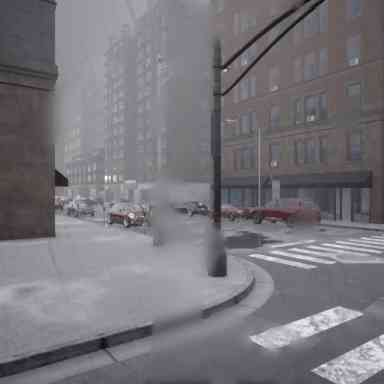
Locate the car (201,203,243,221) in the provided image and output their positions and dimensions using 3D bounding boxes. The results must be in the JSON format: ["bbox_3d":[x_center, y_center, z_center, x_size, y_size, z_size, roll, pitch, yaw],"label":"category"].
[{"bbox_3d":[2.947,1.571,26.738,1.802,1.307,4.206,0,0,-35],"label":"car"}]

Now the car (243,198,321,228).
[{"bbox_3d":[6.122,1.309,22.218,2.192,1.841,5.009,0,0,-35],"label":"car"}]

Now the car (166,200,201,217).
[{"bbox_3d":[-0.229,1.550,31.257,1.947,1.339,4.313,0,0,-35],"label":"car"}]

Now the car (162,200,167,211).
[{"bbox_3d":[-3.405,1.529,35.778,2.008,1.369,4.403,0,0,-35],"label":"car"}]

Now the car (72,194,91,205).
[{"bbox_3d":[-19.891,1.298,59.684,2.097,1.767,4.553,0,0,-35],"label":"car"}]

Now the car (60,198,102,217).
[{"bbox_3d":[-10.368,1.530,30.857,2.008,1.369,4.403,0,0,-35],"label":"car"}]

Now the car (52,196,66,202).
[{"bbox_3d":[-28.809,1.478,71.933,2.008,1.369,4.403,0,0,-35],"label":"car"}]

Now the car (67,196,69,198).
[{"bbox_3d":[-21.523,1.473,56.760,1.812,1.442,4.674,0,0,-35],"label":"car"}]

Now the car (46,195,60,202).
[{"bbox_3d":[-31.985,1.471,76.453,2.008,1.369,4.403,0,0,-35],"label":"car"}]

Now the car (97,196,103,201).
[{"bbox_3d":[-15.857,1.457,53.999,1.837,1.490,4.892,0,0,-35],"label":"car"}]

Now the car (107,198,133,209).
[{"bbox_3d":[-9.756,1.532,44.816,1.947,1.339,4.313,0,0,-35],"label":"car"}]

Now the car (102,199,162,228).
[{"bbox_3d":[-4.015,1.430,21.815,1.967,1.590,4.097,0,0,-35],"label":"car"}]

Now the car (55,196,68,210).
[{"bbox_3d":[-16.721,1.512,39.899,1.887,1.381,4.507,0,0,-35],"label":"car"}]

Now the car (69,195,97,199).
[{"bbox_3d":[-16.156,1.436,49.117,1.882,1.535,5.008,0,0,-35],"label":"car"}]
